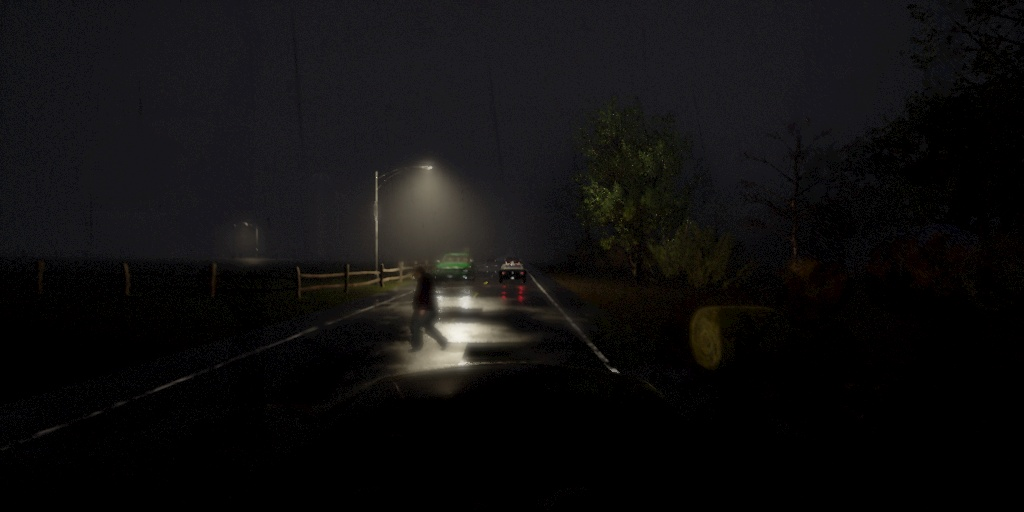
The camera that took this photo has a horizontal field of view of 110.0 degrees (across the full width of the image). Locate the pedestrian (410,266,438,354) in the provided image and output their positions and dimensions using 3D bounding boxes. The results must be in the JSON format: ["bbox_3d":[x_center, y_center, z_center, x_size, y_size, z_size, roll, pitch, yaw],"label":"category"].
[{"bbox_3d":[-1.772,1.010,7.194,0.375,1.860,0.375,-1,1,-2],"label":"pedestrian"}]

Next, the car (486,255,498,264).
[{"bbox_3d":[-3.570,0.501,64.734,1.837,1.490,4.892,0,0,0],"label":"car"}]

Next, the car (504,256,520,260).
[{"bbox_3d":[0.055,0.824,45.526,2.097,1.767,4.553,0,1,-1],"label":"car"}]

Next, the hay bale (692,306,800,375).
[{"bbox_3d":[3.995,1.376,6.287,1.220,1.180,1.240,0,0,0],"label":"hay bale"}]

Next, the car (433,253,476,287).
[{"bbox_3d":[-3.622,0.831,23.686,2.150,2.045,5.566,0,0,0],"label":"car"}]

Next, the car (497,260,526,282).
[{"bbox_3d":[0.055,1.191,26.670,1.895,1.301,4.718,0,0,0],"label":"car"}]
